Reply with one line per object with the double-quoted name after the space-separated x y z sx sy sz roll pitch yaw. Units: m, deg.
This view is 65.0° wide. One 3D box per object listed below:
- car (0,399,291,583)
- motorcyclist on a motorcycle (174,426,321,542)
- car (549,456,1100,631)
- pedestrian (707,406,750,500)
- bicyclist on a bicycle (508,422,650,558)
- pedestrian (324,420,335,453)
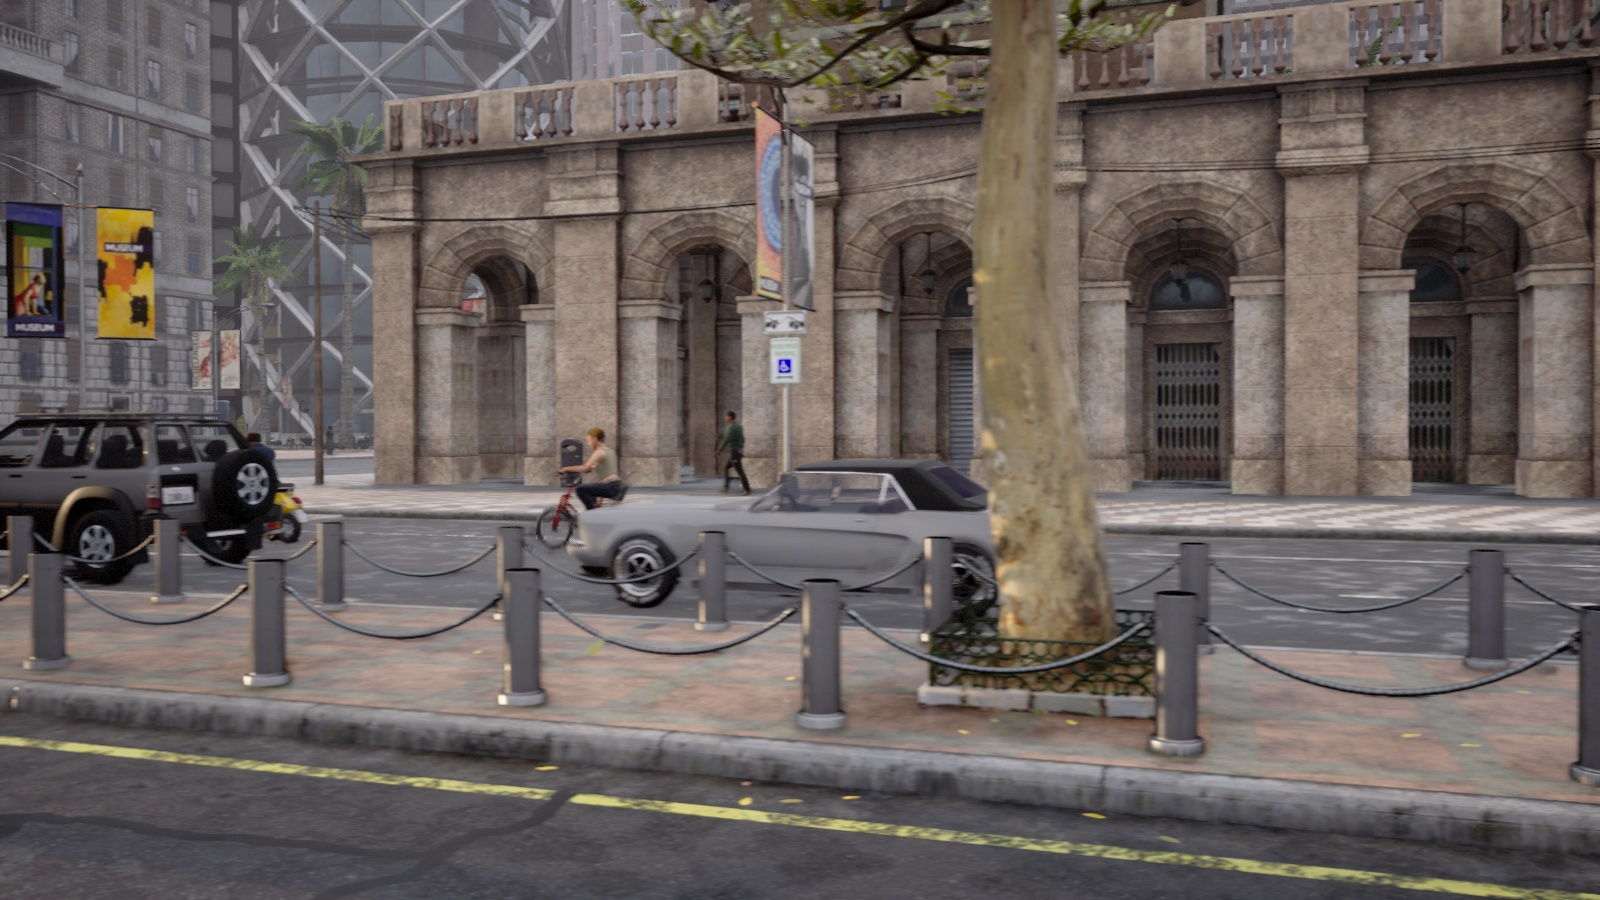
-8.378 0.381 14.385 4.605 1.855 1.932 1 1 20 "car"
-7.903 0.462 17.983 1.817 1.590 0.866 1 1 19 "motorcyclist on a motorcycle"
0.255 0.743 11.548 4.718 1.301 1.895 1 1 19 "car"
-1.496 0.055 26.387 0.788 1.949 0.423 1 1 18 "pedestrian"
-2.853 0.488 16.287 1.509 1.612 0.866 4 2 19 "bicyclist on a bicycle"
-27.805 -0.810 74.211 0.402 1.930 0.666 -1 1 -40 "pedestrian"
